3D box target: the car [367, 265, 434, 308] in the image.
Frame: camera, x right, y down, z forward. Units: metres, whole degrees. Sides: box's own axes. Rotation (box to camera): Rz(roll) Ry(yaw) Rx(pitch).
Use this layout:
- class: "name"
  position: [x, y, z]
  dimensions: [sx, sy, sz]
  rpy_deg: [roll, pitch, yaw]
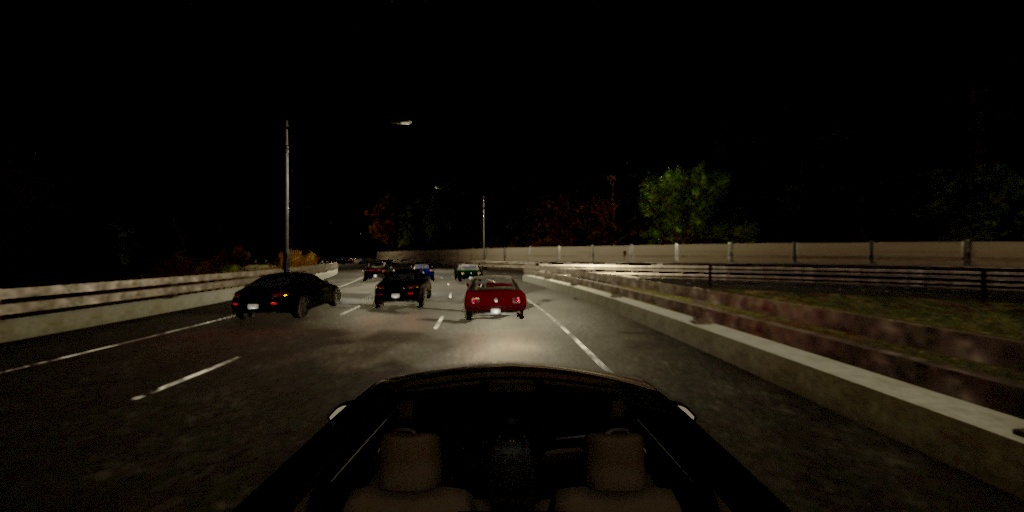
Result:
- class: "car"
  position: [-4.519, 1.273, 15.261]
  dimensions: [1.812, 1.442, 4.674]
  rpy_deg: [0, 0, -8]

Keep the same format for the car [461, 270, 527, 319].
- class: "car"
  position: [-0.690, 1.337, 12.775]
  dimensions: [1.895, 1.301, 4.718]
  rpy_deg: [0, 0, -6]

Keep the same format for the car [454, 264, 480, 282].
- class: "car"
  position: [-3.595, 1.325, 28.824]
  dimensions: [1.895, 1.301, 4.718]
  rpy_deg: [0, 0, -14]

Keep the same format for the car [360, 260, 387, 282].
- class: "car"
  position: [-11.047, 1.256, 29.607]
  dimensions: [1.837, 1.490, 4.892]
  rpy_deg: [0, 0, -15]

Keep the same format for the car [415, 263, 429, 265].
- class: "car"
  position: [-7.675, 1.299, 30.451]
  dimensions: [1.994, 1.385, 4.181]
  rpy_deg: [0, 0, -15]

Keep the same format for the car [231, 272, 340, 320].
- class: "car"
  position: [-7.722, 1.289, 12.658]
  dimensions: [1.812, 1.442, 4.674]
  rpy_deg: [0, 0, -6]
